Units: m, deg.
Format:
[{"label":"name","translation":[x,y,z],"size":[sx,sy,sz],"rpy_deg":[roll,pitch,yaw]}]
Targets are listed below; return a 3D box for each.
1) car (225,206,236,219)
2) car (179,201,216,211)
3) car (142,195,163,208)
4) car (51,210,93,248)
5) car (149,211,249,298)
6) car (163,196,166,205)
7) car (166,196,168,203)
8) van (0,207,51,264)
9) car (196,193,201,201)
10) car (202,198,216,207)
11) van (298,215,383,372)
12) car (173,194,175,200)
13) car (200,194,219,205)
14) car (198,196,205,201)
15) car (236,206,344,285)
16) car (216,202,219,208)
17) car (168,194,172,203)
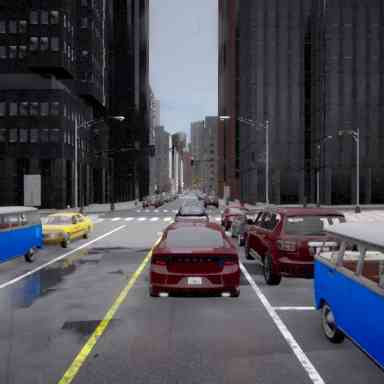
[{"label":"car","translation":[2.749,1.552,14.919],"size":[2.008,1.369,4.403],"rpy_deg":[0,0,0]},{"label":"car","translation":[-0.013,1.493,18.991],"size":[2.128,1.511,4.902],"rpy_deg":[0,0,0]},{"label":"car","translation":[-5.805,1.335,47.488],"size":[2.192,1.841,5.009],"rpy_deg":[0,0,0]},{"label":"car","translation":[-5.779,1.526,14.753],"size":[1.752,1.417,4.829],"rpy_deg":[0,0,0]},{"label":"car","translation":[0.060,1.478,8.582],"size":[1.882,1.535,5.008],"rpy_deg":[0,0,0]},{"label":"car","translation":[-5.810,1.340,53.131],"size":[2.192,1.841,5.009],"rpy_deg":[0,0,0]},{"label":"car","translation":[-5.813,1.598,58.774],"size":[1.947,1.339,4.313],"rpy_deg":[0,0,0]},{"label":"van","translation":[-5.776,1.341,9.399],"size":[1.690,1.788,3.998],"rpy_deg":[0,0,0]},{"label":"car","translation":[2.688,1.637,86.991],"size":[1.887,1.381,4.507],"rpy_deg":[0,0,0]},{"label":"car","translation":[2.716,1.592,53.129],"size":[1.947,1.339,4.313],"rpy_deg":[0,0,0]},{"label":"van","translation":[2.760,1.341,3.867],"size":[1.690,1.788,3.998],"rpy_deg":[0,0,0]},{"label":"car","translation":[-5.833,1.622,81.347],"size":[1.887,1.381,4.507],"rpy_deg":[0,0,0]},{"label":"car","translation":[2.720,1.335,47.485],"size":[2.192,1.841,5.009],"rpy_deg":[0,0,0]},{"label":"car","translation":[2.684,1.672,92.636],"size":[1.947,1.339,4.313],"rpy_deg":[0,0,0]},{"label":"car","translation":[2.754,1.315,9.393],"size":[2.192,1.841,5.009],"rpy_deg":[0,0,0]},{"label":"car","translation":[2.743,1.547,20.444],"size":[1.887,1.381,4.507],"rpy_deg":[0,0,0]},{"label":"car","translation":[-5.823,1.618,70.061],"size":[1.947,1.339,4.313],"rpy_deg":[0,0,0]}]
